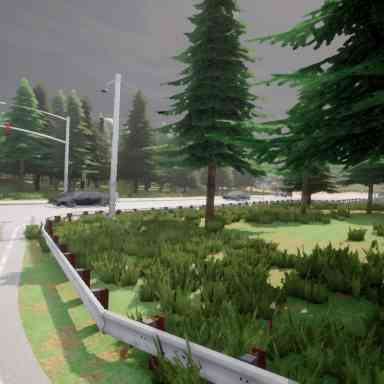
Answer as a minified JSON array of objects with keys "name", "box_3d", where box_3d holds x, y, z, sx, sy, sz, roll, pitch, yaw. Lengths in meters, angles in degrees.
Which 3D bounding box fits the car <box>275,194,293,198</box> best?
[{"name":"car","box_3d":[16.547,0.289,59.389,1.812,1.442,4.674,5,3,37]}]

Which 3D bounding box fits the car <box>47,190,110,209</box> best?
[{"name":"car","box_3d":[-8.922,0.537,27.316,2.033,1.411,5.357,5,3,40]}]

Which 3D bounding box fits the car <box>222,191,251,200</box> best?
[{"name":"car","box_3d":[6.242,0.535,46.044,2.033,1.411,5.357,5,3,38]}]
